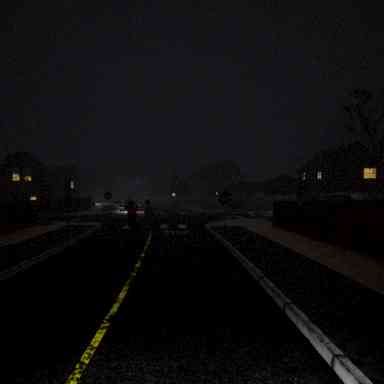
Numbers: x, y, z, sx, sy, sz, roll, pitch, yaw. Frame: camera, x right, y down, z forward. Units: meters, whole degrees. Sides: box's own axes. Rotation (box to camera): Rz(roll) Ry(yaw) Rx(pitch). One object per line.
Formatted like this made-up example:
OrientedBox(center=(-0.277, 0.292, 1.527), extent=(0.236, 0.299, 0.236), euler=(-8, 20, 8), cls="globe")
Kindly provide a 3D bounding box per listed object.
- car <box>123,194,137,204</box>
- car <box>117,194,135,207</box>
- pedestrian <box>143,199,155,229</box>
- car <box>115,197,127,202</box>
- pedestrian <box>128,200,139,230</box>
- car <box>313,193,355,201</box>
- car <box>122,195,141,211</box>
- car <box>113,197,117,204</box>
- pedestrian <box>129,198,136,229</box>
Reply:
OrientedBox(center=(-13.574, 1.530, 72.646), extent=(2.150, 2.045, 5.566), euler=(0, 0, -21), cls="car")
OrientedBox(center=(-10.864, 1.545, 55.389), extent=(2.097, 1.767, 4.553), euler=(0, -1, -18), cls="car")
OrientedBox(center=(-2.621, 1.302, 20.103), extent=(0.375, 1.860, 0.375), euler=(-1, 1, -6), cls="pedestrian")
OrientedBox(center=(-17.564, 1.844, 82.351), extent=(1.994, 1.385, 4.181), euler=(0, 0, -24), cls="car")
OrientedBox(center=(-3.488, 1.303, 19.416), extent=(0.375, 1.860, 0.375), euler=(-1, 1, -6), cls="pedestrian")
OrientedBox(center=(12.221, 1.010, 29.761), extent=(4.553, 1.767, 2.097), euler=(-1, 1, 1), cls="car")
OrientedBox(center=(-7.820, 1.582, 43.419), extent=(1.882, 1.535, 5.008), euler=(0, 0, -13), cls="car")
OrientedBox(center=(-15.406, 1.843, 69.724), extent=(2.033, 1.411, 5.357), euler=(0, 0, -20), cls="car")
OrientedBox(center=(-3.682, 1.305, 20.602), extent=(0.375, 1.860, 0.375), euler=(-1, 1, -6), cls="pedestrian")
